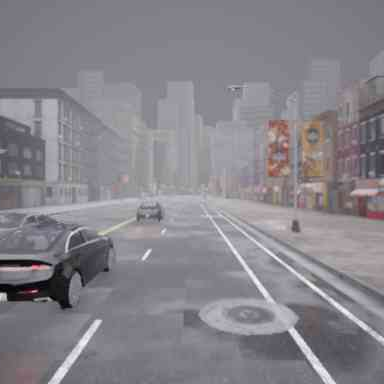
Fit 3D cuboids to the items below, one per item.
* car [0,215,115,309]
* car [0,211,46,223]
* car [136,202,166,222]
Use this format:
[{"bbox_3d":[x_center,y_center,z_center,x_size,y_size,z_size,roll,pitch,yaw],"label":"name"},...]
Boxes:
[{"bbox_3d":[-3.154,1.492,7.828,2.128,1.511,4.902,0,0,0],"label":"car"},{"bbox_3d":[-6.602,1.494,12.300,2.128,1.511,4.902,0,0,0],"label":"car"},{"bbox_3d":[-3.164,1.500,26.110,2.128,1.511,4.902,0,0,0],"label":"car"}]
